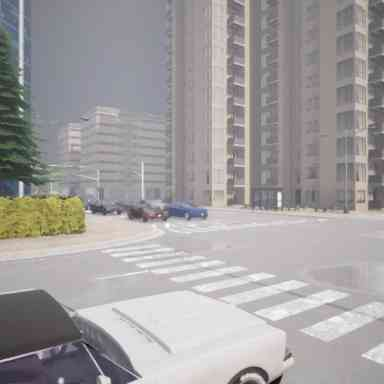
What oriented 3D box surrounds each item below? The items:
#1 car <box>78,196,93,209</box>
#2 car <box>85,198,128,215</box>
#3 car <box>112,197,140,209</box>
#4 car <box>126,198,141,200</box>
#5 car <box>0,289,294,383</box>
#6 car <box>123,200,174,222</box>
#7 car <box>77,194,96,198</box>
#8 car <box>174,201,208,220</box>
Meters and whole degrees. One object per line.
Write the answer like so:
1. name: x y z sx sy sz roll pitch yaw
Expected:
1. car: -14.739 1.561 42.664 1.837 1.490 4.892 0 0 -35
2. car: -8.974 1.604 34.490 2.033 1.411 5.357 0 0 -35
3. car: -9.558 1.549 47.741 2.128 1.511 4.902 0 0 -35
4. car: -5.973 1.559 36.317 1.837 1.490 4.892 0 1 -35
5. car: -1.286 1.601 2.830 4.718 1.301 1.895 0 0 -35
6. car: -3.625 1.621 26.953 1.994 1.385 4.181 0 0 -35
7. car: -16.121 1.264 50.765 2.150 2.045 5.566 0 0 -35
8. car: -0.607 1.535 28.747 1.882 1.535 5.008 0 0 -35
